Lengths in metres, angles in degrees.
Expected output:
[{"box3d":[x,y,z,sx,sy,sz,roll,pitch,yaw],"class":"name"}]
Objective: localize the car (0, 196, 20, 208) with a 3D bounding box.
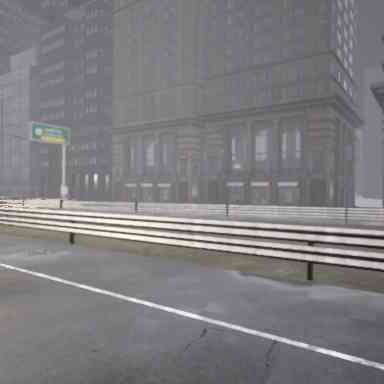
[{"box3d":[-26.393,1.393,46.408,4.553,1.767,2.097,0,0,18],"class":"car"}]
